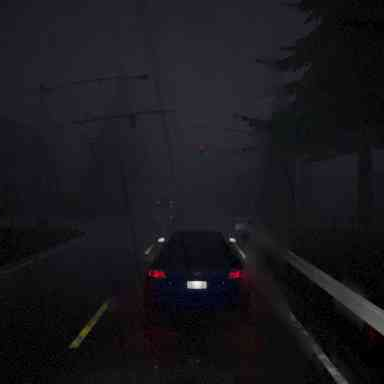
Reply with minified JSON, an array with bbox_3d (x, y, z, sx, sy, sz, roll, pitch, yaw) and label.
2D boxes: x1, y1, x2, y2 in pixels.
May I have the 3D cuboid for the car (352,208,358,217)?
[{"bbox_3d":[15.471,1.482,26.625,4.892,1.490,1.837,0,0,0],"label":"car"}]

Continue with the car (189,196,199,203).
[{"bbox_3d":[0.468,1.506,66.283,1.812,1.442,4.674,0,0,0],"label":"car"}]

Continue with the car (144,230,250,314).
[{"bbox_3d":[0.114,1.562,7.719,1.994,1.385,4.181,0,0,1],"label":"car"}]

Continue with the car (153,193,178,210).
[{"bbox_3d":[-3.293,1.340,42.219,2.097,1.767,4.553,0,0,1],"label":"car"}]

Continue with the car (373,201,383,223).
[{"bbox_3d":[14.595,1.504,22.905,4.674,1.442,1.812,0,0,1],"label":"car"}]
